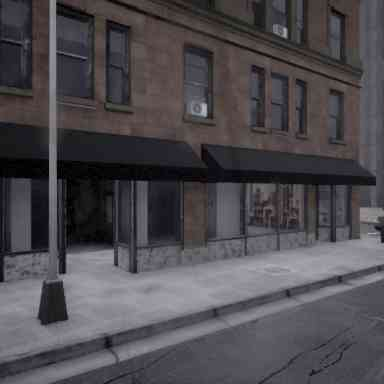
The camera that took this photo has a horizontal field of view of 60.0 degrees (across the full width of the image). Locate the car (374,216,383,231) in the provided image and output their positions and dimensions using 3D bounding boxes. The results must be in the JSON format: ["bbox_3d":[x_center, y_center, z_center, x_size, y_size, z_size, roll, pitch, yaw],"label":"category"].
[{"bbox_3d":[11.517,1.553,15.451,2.033,1.411,5.357,0,0,-35],"label":"car"}]
